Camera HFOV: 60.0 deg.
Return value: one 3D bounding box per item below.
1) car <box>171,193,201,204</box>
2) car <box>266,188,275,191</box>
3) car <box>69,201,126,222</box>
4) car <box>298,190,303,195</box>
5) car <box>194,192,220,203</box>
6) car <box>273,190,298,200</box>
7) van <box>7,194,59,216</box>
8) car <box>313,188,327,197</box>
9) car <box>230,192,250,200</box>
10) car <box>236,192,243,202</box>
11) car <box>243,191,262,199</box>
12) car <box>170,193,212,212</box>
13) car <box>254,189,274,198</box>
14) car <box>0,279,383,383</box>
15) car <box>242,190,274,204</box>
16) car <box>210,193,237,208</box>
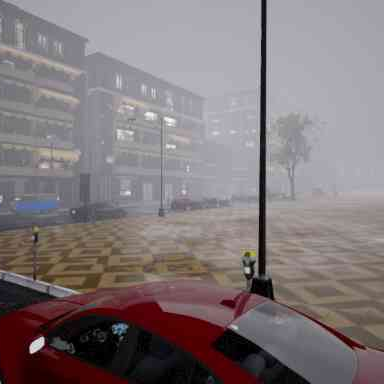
[{"bbox_3d":[-0.791,0.909,46.811,1.947,1.339,4.313,2,2,35],"label":"car"},{"bbox_3d":[13.242,0.356,57.011,2.150,2.045,5.566,1,1,35],"label":"car"},{"bbox_3d":[-6.651,1.329,23.745,1.947,1.339,4.313,2,2,35],"label":"car"},{"bbox_3d":[27.865,0.114,87.932,1.887,1.381,4.507,2,2,35],"label":"car"},{"bbox_3d":[2.393,0.807,51.380,2.008,1.369,4.403,2,2,35],"label":"car"},{"bbox_3d":[15.734,0.675,55.866,1.752,1.417,4.829,2,2,35],"label":"car"},{"bbox_3d":[-13.524,1.035,28.530,1.690,1.788,3.998,2,2,35],"label":"van"},{"bbox_3d":[29.099,0.008,75.579,2.150,2.045,5.566,1,1,35],"label":"car"},{"bbox_3d":[8.761,0.649,60.519,1.947,1.339,4.313,2,2,35],"label":"car"},{"bbox_3d":[7.360,0.788,48.472,2.128,1.511,4.902,1,1,34],"label":"car"},{"bbox_3d":[11.848,0.525,64.947,1.752,1.417,4.829,2,2,35],"label":"car"},{"bbox_3d":[-0.284,1.132,32.881,1.887,1.381,4.507,2,2,35],"label":"car"},{"bbox_3d":[15.132,0.226,69.650,2.192,1.841,5.009,2,2,35],"label":"car"},{"bbox_3d":[-0.310,1.544,3.090,4.507,1.381,1.887,0,0,36],"label":"car"},{"bbox_3d":[9.268,0.876,46.589,2.008,1.369,4.403,2,2,35],"label":"car"},{"bbox_3d":[2.900,1.050,37.451,2.008,1.369,4.403,2,2,35],"label":"car"}]
